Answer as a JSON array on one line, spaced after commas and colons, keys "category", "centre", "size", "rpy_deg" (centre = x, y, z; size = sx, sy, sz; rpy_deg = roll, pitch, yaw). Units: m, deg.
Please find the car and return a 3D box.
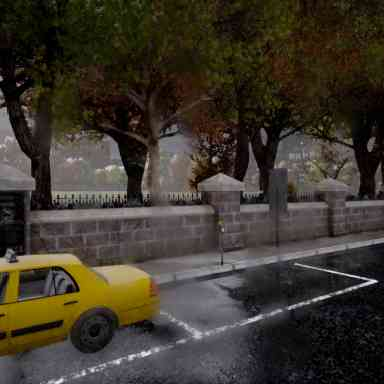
[{"category": "car", "centre": [-2.782, 1.525, 4.574], "size": [4.829, 1.417, 1.752], "rpy_deg": [0, 0, -35]}]
